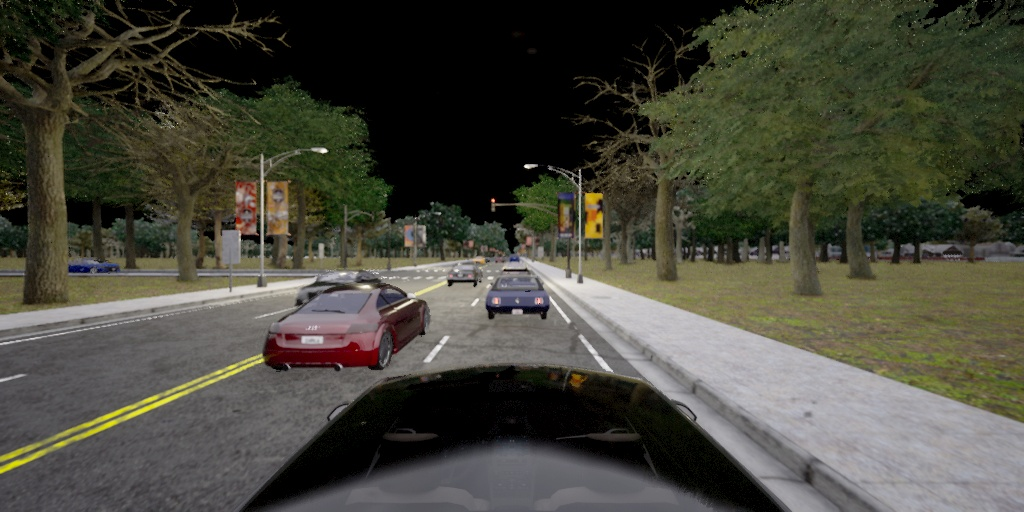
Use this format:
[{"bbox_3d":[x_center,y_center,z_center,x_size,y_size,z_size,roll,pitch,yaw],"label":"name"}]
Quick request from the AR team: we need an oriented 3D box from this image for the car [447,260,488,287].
[{"bbox_3d":[-2.990,1.176,23.461,2.033,1.411,5.357,0,0,0],"label":"car"}]

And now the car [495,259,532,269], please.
[{"bbox_3d":[0.232,1.126,22.419,2.128,1.511,4.902,0,0,2],"label":"car"}]

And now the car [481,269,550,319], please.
[{"bbox_3d":[0.179,1.291,12.384,1.895,1.301,4.718,0,0,0],"label":"car"}]

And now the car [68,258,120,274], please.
[{"bbox_3d":[-41.115,0.997,34.793,5.008,1.535,1.882,0,0,1],"label":"car"}]

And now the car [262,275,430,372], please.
[{"bbox_3d":[-3.109,1.279,7.633,1.994,1.385,4.181,0,0,1],"label":"car"}]

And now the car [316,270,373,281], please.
[{"bbox_3d":[-6.499,1.244,14.054,1.994,1.385,4.181,0,0,1],"label":"car"}]
